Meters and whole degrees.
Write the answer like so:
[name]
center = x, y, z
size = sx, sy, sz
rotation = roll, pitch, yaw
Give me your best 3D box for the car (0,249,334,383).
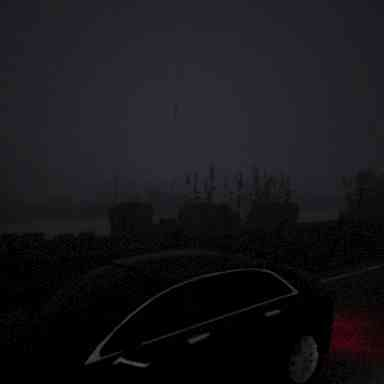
[car]
center = -0.390, 1.504, 3.686
size = 4.892, 1.490, 1.837
rotation = 0, 0, -35
